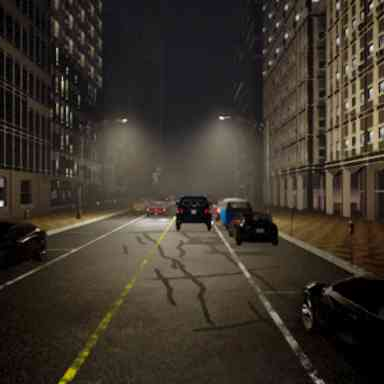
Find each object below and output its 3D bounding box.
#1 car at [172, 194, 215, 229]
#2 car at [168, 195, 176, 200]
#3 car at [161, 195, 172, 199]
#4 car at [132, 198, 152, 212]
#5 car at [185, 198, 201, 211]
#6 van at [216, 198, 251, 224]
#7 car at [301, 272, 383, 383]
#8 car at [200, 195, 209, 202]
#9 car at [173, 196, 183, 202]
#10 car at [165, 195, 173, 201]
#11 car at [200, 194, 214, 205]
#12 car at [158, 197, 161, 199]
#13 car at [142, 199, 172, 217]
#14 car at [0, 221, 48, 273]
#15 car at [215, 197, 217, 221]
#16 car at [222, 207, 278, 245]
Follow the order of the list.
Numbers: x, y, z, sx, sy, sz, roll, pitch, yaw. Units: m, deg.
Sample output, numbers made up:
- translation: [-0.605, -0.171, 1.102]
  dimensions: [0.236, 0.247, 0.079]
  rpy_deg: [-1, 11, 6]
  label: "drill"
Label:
- translation: [0.101, 1.216, 21.471]
  dimensions: [2.150, 2.045, 5.566]
  rpy_deg: [0, 0, 0]
  label: "car"
- translation: [-5.683, 1.446, 94.930]
  dimensions: [2.008, 1.369, 4.403]
  rpy_deg: [0, 0, 0]
  label: "car"
- translation: [-5.684, 1.495, 66.468]
  dimensions: [2.008, 1.369, 4.403]
  rpy_deg: [0, 0, 0]
  label: "car"
- translation: [-5.686, 1.505, 37.835]
  dimensions: [1.752, 1.417, 4.829]
  rpy_deg: [0, 0, 0]
  label: "car"
- translation: [0.101, 1.480, 41.214]
  dimensions: [1.837, 1.490, 4.892]
  rpy_deg: [0, 0, 0]
  label: "car"
- translation: [2.694, 1.335, 20.919]
  dimensions: [1.690, 1.788, 3.998]
  rpy_deg: [0, 0, 0]
  label: "van"
- translation: [2.692, 1.566, 3.841]
  dimensions: [1.947, 1.339, 4.313]
  rpy_deg: [0, 0, 0]
  label: "car"
- translation: [2.697, 1.461, 72.317]
  dimensions: [1.752, 1.417, 4.829]
  rpy_deg: [0, 0, 0]
  label: "car"
- translation: [-2.997, 1.523, 73.240]
  dimensions: [1.895, 1.301, 4.718]
  rpy_deg: [0, 0, 0]
  label: "car"
- translation: [-5.683, 1.498, 83.544]
  dimensions: [1.802, 1.307, 4.206]
  rpy_deg: [0, 0, 0]
  label: "car"
- translation: [2.697, 1.268, 60.764]
  dimensions: [2.192, 1.841, 5.009]
  rpy_deg: [0, 0, 0]
  label: "car"
- translation: [-5.686, 1.524, 43.699]
  dimensions: [2.008, 1.369, 4.403]
  rpy_deg: [0, 0, 0]
  label: "car"
- translation: [-3.097, 1.587, 30.927]
  dimensions: [1.895, 1.301, 4.718]
  rpy_deg: [0, 0, 0]
  label: "car"
- translation: [-5.688, 1.564, 9.542]
  dimensions: [1.947, 1.339, 4.313]
  rpy_deg: [0, 0, 0]
  label: "car"
- translation: [2.694, 1.430, 26.611]
  dimensions: [1.967, 1.590, 4.097]
  rpy_deg: [0, 0, 0]
  label: "car"
- translation: [2.693, 1.562, 15.225]
  dimensions: [1.947, 1.339, 4.313]
  rpy_deg: [0, 0, 0]
  label: "car"
